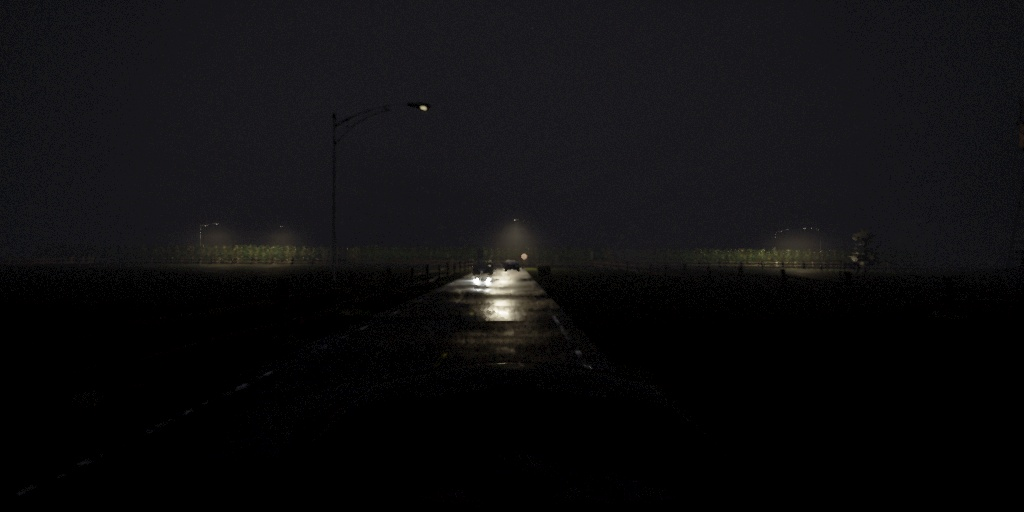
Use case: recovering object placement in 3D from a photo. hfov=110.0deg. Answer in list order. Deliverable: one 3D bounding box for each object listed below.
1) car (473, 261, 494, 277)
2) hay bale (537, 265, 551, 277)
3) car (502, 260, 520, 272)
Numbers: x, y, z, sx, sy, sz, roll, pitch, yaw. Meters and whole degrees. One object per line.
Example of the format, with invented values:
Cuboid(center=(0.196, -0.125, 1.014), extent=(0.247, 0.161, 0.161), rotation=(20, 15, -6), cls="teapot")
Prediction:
Cuboid(center=(-2.844, 1.245, 36.277), extent=(2.128, 1.511, 4.902), rotation=(0, 0, 0), cls="car")
Cuboid(center=(3.123, 1.410, 34.868), extent=(1.220, 1.180, 1.240), rotation=(0, 0, 0), cls="hay bale")
Cuboid(center=(0.029, 1.352, 46.853), extent=(1.895, 1.301, 4.718), rotation=(0, 0, 0), cls="car")
